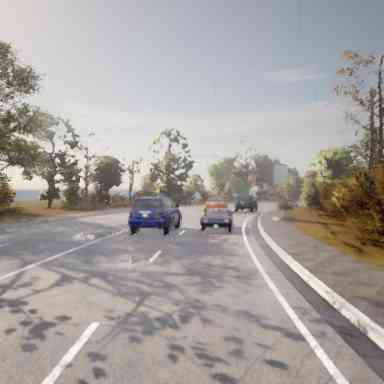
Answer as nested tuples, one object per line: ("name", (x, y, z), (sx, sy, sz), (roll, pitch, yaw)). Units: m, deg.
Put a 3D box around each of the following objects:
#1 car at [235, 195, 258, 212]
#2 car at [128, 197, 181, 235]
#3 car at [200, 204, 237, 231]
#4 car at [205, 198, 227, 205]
("car", (6.835, 1.423, 41.433), (2.150, 2.045, 5.566), (0, 0, 20))
("car", (-2.057, 1.300, 19.773), (2.150, 2.045, 5.566), (0, 0, 8))
("car", (1.725, 1.698, 21.440), (1.895, 1.301, 4.718), (0, 0, 9))
("car", (3.028, 1.535, 41.010), (2.097, 1.767, 4.553), (0, 0, 18))
